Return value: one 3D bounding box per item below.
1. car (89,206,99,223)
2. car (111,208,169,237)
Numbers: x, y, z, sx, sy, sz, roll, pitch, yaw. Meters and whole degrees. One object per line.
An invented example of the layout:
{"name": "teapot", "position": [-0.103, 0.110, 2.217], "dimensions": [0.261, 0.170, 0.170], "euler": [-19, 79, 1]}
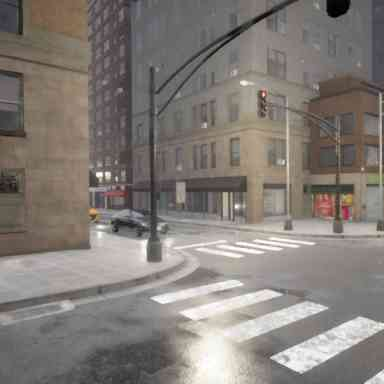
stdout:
{"name": "car", "position": [-9.338, 1.736, 27.552], "dimensions": [1.882, 1.535, 5.008], "euler": [-1, 0, -37]}
{"name": "car", "position": [-3.198, 1.693, 19.496], "dimensions": [1.812, 1.442, 4.674], "euler": [-1, 0, -38]}
